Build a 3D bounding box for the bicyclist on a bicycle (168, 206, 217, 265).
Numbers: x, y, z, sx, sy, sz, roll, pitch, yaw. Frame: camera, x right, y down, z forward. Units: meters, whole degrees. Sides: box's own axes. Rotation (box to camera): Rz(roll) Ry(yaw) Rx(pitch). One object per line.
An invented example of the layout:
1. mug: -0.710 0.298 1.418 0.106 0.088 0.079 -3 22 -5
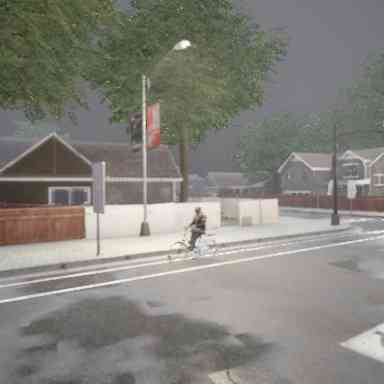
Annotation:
1. bicyclist on a bicycle: 0.037 1.316 10.237 1.843 1.776 0.659 0 0 -35
